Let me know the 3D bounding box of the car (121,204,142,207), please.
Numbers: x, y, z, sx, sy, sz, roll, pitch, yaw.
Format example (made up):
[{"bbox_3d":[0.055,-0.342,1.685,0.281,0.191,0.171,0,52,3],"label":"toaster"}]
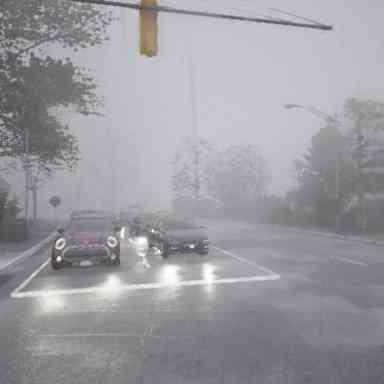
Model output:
[{"bbox_3d":[-9.073,2.799,47.015,2.150,2.045,5.566,0,-2,-28],"label":"car"}]

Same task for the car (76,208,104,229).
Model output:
[{"bbox_3d":[-9.368,2.341,30.369,2.097,1.767,4.553,0,-2,-21],"label":"car"}]

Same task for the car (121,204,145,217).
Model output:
[{"bbox_3d":[-10.005,3.115,55.759,2.150,2.045,5.566,0,-2,-31],"label":"car"}]

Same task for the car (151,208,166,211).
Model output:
[{"bbox_3d":[-4.921,2.961,46.555,1.882,1.535,5.008,0,-2,-27],"label":"car"}]

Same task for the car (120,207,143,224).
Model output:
[{"bbox_3d":[-6.538,2.533,32.789,1.837,1.490,4.892,0,-2,-22],"label":"car"}]

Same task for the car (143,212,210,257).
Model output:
[{"bbox_3d":[-0.727,1.847,14.621,1.837,1.490,4.892,0,-2,-18],"label":"car"}]

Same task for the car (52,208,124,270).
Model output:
[{"bbox_3d":[-3.790,1.672,12.440,2.097,1.767,4.553,0,-2,-14],"label":"car"}]

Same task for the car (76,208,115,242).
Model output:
[{"bbox_3d":[-6.142,1.958,21.060,2.097,1.767,4.553,0,-2,-17],"label":"car"}]

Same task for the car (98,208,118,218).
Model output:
[{"bbox_3d":[-14.162,3.482,55.764,1.837,1.490,4.892,0,-2,-32],"label":"car"}]

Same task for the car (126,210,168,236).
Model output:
[{"bbox_3d":[-3.139,2.196,23.184,1.994,1.385,4.181,0,-2,-18],"label":"car"}]

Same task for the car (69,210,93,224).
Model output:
[{"bbox_3d":[-13.347,2.893,39.720,2.128,1.511,4.902,0,-2,-25],"label":"car"}]
